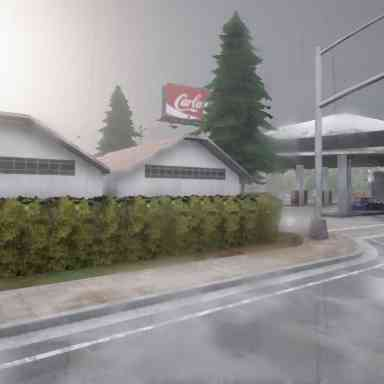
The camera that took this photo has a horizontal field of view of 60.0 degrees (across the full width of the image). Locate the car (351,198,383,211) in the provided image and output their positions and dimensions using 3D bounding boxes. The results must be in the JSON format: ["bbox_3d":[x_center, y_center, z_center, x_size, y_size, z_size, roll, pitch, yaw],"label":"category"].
[{"bbox_3d":[20.782,1.480,39.342,4.611,1.667,2.242,0,0,-36],"label":"car"}]

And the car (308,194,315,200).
[{"bbox_3d":[31.789,1.330,88.849,2.152,1.636,5.027,0,0,-36],"label":"car"}]
